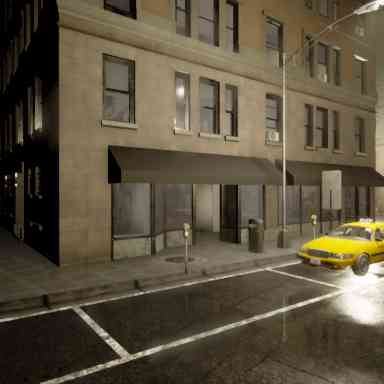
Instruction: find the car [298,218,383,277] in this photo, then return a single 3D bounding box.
[{"bbox_3d":[5.253,1.526,10.273,4.829,1.417,1.752,0,0,-35],"label":"car"}]
